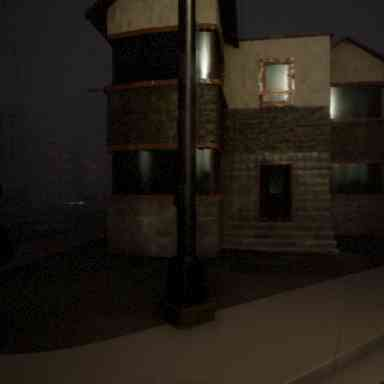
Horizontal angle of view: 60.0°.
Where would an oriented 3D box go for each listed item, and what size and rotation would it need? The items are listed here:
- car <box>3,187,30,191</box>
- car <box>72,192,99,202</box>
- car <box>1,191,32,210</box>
[{"bbox_3d":[-20.946,0.496,38.364,2.150,2.045,5.566,0,2,10],"label":"car"},{"bbox_3d":[-15.600,0.744,48.972,2.033,1.411,5.357,0,0,10],"label":"car"},{"bbox_3d":[-18.338,0.935,32.786,2.033,1.411,5.357,0,1,10],"label":"car"}]
